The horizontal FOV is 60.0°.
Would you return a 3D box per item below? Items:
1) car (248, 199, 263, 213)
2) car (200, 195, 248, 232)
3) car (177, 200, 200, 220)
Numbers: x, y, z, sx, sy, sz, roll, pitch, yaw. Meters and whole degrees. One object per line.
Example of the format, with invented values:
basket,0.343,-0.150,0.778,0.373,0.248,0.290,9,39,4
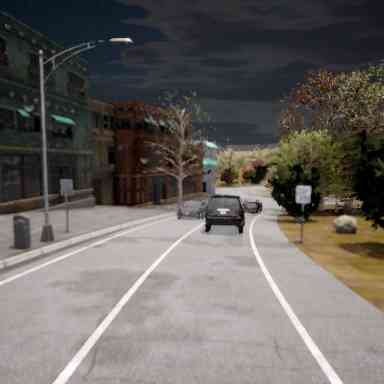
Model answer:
car,7.055,1.573,38.531,2.128,1.511,4.902,2,0,19
car,2.127,1.202,20.248,2.150,2.045,5.566,1,0,10
car,0.152,1.422,27.336,1.837,1.490,4.892,1,0,14
